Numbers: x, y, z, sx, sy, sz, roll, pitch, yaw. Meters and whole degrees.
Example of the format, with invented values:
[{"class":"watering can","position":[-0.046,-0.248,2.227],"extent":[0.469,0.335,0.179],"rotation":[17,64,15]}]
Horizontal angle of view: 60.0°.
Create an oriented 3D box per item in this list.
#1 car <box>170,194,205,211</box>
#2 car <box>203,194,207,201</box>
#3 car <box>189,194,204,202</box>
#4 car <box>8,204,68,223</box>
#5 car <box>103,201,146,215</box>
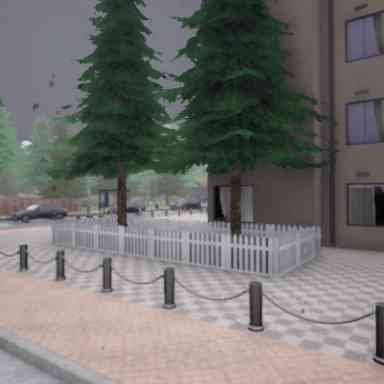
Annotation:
[{"class":"car","position":[-0.863,1.520,43.230],"extent":[2.097,1.767,4.553],"rotation":[-1,0,38]},{"class":"car","position":[3.525,1.473,84.590],"extent":[1.932,1.855,4.605],"rotation":[-1,0,36]},{"class":"car","position":[1.258,1.493,85.744],"extent":[1.905,1.878,3.866],"rotation":[-1,0,36]},{"class":"car","position":[-12.667,1.698,27.635],"extent":[1.812,1.442,4.674],"rotation":[-1,0,37]},{"class":"car","position":[-7.055,1.662,35.081],"extent":[2.128,1.511,4.902],"rotation":[-1,0,37]}]
